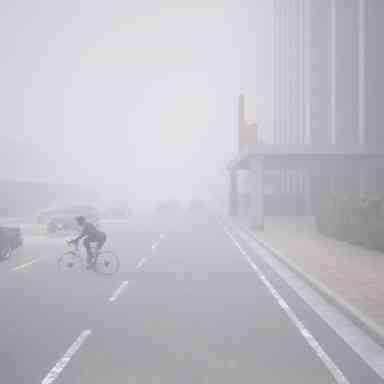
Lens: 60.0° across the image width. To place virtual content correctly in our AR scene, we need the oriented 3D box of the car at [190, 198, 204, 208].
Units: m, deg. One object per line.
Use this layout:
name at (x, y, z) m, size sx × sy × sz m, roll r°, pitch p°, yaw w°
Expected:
car at (0.803, 1.564, 49.126) m, size 1.994 × 1.385 × 4.181 m, roll 0°, pitch 0°, yaw 1°

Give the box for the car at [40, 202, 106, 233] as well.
car at (-6.823, 1.505, 19.701) m, size 1.837 × 1.490 × 4.892 m, roll 0°, pitch 0°, yaw 1°

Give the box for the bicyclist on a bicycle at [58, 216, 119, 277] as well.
bicyclist on a bicycle at (-2.761, 1.454, 8.819) m, size 1.656 × 1.620 × 0.582 m, roll -2°, pitch 0°, yaw 1°

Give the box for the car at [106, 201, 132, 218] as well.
car at (-6.643, 1.526, 29.976) m, size 1.812 × 1.442 × 4.674 m, roll 0°, pitch 0°, yaw 1°

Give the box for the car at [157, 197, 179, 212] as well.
car at (-2.878, 1.526, 38.277) m, size 1.812 × 1.442 × 4.674 m, roll 0°, pitch 0°, yaw 1°

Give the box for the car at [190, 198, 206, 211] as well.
car at (0.678, 1.601, 40.367) m, size 1.895 × 1.301 × 4.718 m, roll 0°, pitch 0°, yaw 1°

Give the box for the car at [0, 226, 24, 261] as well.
car at (-6.978, 1.547, 9.581) m, size 2.033 × 1.411 × 5.357 m, roll 0°, pitch 0°, yaw 1°

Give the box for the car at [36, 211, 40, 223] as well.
car at (-10.220, 1.526, 25.715) m, size 1.812 × 1.442 × 4.674 m, roll 0°, pitch 0°, yaw 1°
